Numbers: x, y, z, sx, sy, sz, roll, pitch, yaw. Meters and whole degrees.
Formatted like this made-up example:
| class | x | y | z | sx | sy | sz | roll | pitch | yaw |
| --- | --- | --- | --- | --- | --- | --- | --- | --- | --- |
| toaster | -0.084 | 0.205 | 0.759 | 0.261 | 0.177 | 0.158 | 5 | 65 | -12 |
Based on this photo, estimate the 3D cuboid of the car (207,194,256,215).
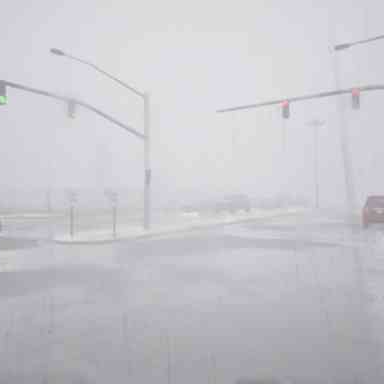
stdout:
| class | x | y | z | sx | sy | sz | roll | pitch | yaw |
| --- | --- | --- | --- | --- | --- | --- | --- | --- | --- |
| car | 4.336 | 1.259 | 35.509 | 2.150 | 2.045 | 5.566 | 0 | 0 | 36 |

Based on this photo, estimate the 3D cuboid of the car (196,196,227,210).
| class | x | y | z | sx | sy | sz | roll | pitch | yaw |
| --- | --- | --- | --- | --- | --- | --- | --- | --- | --- |
| car | 2.729 | 1.405 | 45.176 | 2.097 | 1.767 | 4.553 | 0 | 0 | 36 |

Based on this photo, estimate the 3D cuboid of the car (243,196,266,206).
| class | x | y | z | sx | sy | sz | roll | pitch | yaw |
| --- | --- | --- | --- | --- | --- | --- | --- | --- | --- |
| car | 10.557 | 1.530 | 55.870 | 1.882 | 1.535 | 5.008 | 0 | 0 | 37 |

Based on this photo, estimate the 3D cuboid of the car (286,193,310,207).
| class | x | y | z | sx | sy | sz | roll | pitch | yaw |
| --- | --- | --- | --- | --- | --- | --- | --- | --- | --- |
| car | 17.216 | 1.389 | 53.136 | 2.097 | 1.767 | 4.553 | 0 | 0 | 36 |

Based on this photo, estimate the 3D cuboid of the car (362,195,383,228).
| class | x | y | z | sx | sy | sz | roll | pitch | yaw |
| --- | --- | --- | --- | --- | --- | --- | --- | --- | --- |
| car | 12.499 | 1.226 | 21.249 | 2.150 | 2.045 | 5.566 | 0 | 0 | 39 |

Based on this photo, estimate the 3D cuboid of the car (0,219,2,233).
| class | x | y | z | sx | sy | sz | roll | pitch | yaw |
| --- | --- | --- | --- | --- | --- | --- | --- | --- | --- |
| car | -11.190 | 1.533 | 16.273 | 4.902 | 1.511 | 2.128 | 0 | 0 | 35 |

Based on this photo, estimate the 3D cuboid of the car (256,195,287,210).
| class | x | y | z | sx | sy | sz | roll | pitch | yaw |
| --- | --- | --- | --- | --- | --- | --- | --- | --- | --- |
| car | 10.357 | 1.515 | 43.760 | 1.882 | 1.535 | 5.008 | 0 | 0 | 36 |

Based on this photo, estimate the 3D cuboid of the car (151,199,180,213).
| class | x | y | z | sx | sy | sz | roll | pitch | yaw |
| --- | --- | --- | --- | --- | --- | --- | --- | --- | --- |
| car | -2.591 | 1.579 | 37.905 | 1.812 | 1.442 | 4.674 | 0 | 0 | 37 |

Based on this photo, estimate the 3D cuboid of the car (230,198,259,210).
| class | x | y | z | sx | sy | sz | roll | pitch | yaw |
| --- | --- | --- | --- | --- | --- | --- | --- | --- | --- |
| car | 7.173 | 1.550 | 45.329 | 1.837 | 1.490 | 4.892 | 0 | 0 | 36 |

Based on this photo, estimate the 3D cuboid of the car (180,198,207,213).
| class | x | y | z | sx | sy | sz | roll | pitch | yaw |
| --- | --- | --- | --- | --- | --- | --- | --- | --- | --- |
| car | 1.026 | 1.609 | 36.908 | 1.994 | 1.385 | 4.181 | 0 | 0 | 36 |

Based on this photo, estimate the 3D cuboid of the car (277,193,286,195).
| class | x | y | z | sx | sy | sz | roll | pitch | yaw |
| --- | --- | --- | --- | --- | --- | --- | --- | --- | --- |
| car | 15.328 | 1.263 | 56.446 | 2.150 | 2.045 | 5.566 | 0 | 0 | 37 |
